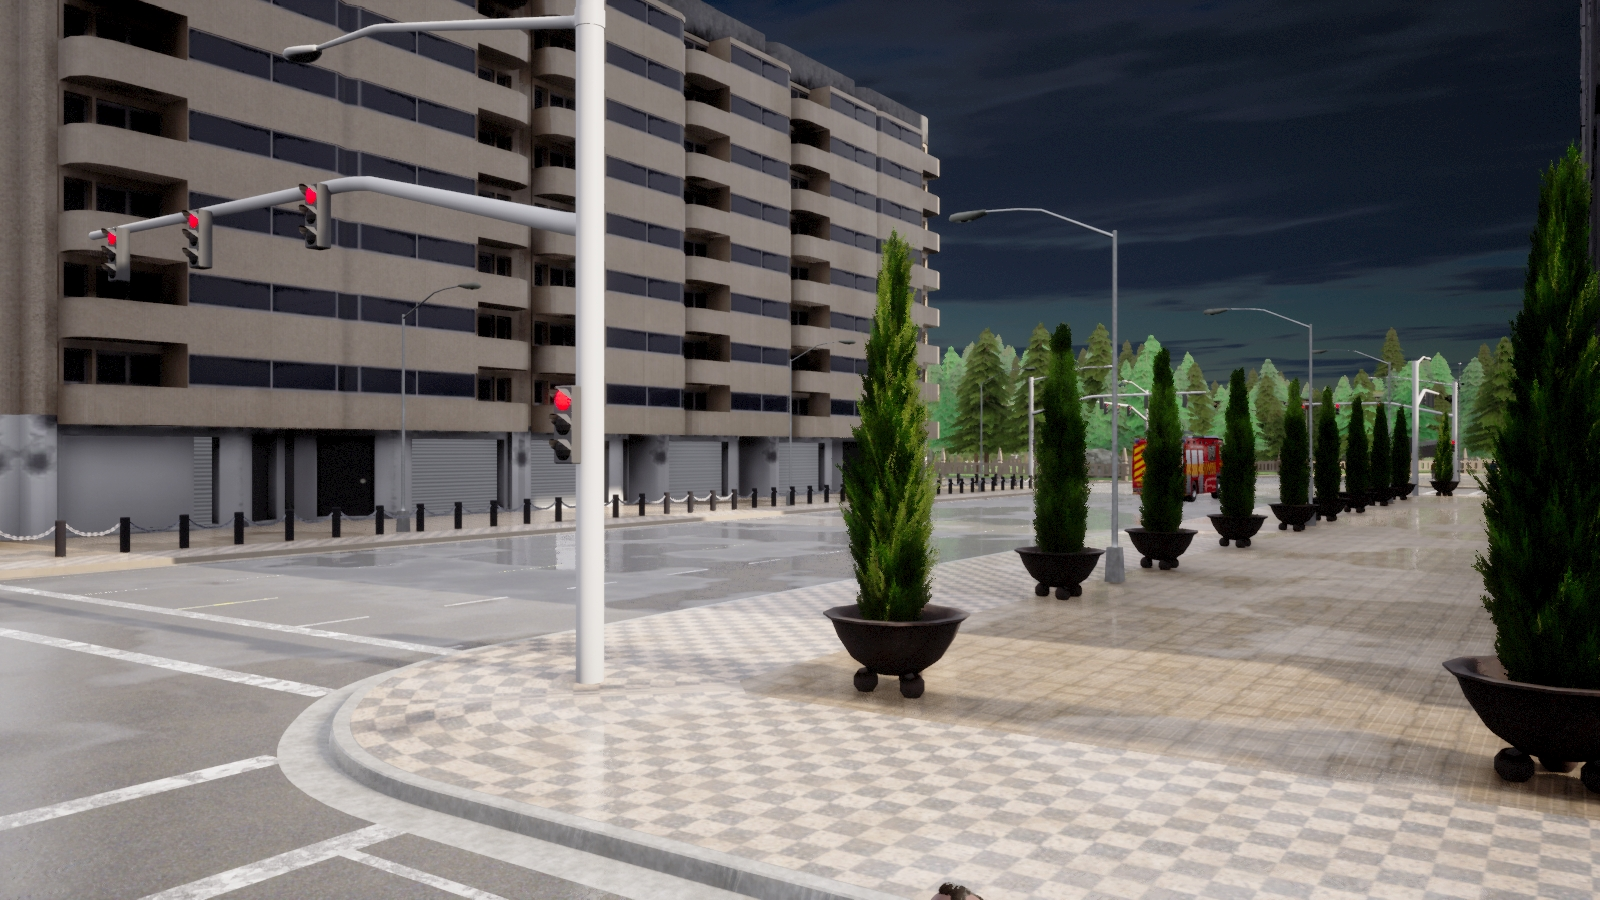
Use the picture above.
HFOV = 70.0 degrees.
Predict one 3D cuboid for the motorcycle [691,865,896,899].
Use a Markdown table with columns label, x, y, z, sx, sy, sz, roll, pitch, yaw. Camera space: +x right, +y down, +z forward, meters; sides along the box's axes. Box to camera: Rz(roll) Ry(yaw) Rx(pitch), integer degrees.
| label | x | y | z | sx | sy | sz | roll | pitch | yaw |
| --- | --- | --- | --- | --- | --- | --- | --- | --- | --- |
| motorcycle | 0.516 | 2.205 | 3.364 | 2.209 | 1.251 | 0.867 | 0 | 0 | 34 |

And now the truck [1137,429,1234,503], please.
| label | x | y | z | sx | sy | sz | roll | pitch | yaw |
| --- | --- | --- | --- | --- | --- | --- | --- | --- | --- |
| truck | 21.438 | 0.835 | 63.219 | 2.891 | 3.827 | 8.468 | 0 | 0 | 34 |
